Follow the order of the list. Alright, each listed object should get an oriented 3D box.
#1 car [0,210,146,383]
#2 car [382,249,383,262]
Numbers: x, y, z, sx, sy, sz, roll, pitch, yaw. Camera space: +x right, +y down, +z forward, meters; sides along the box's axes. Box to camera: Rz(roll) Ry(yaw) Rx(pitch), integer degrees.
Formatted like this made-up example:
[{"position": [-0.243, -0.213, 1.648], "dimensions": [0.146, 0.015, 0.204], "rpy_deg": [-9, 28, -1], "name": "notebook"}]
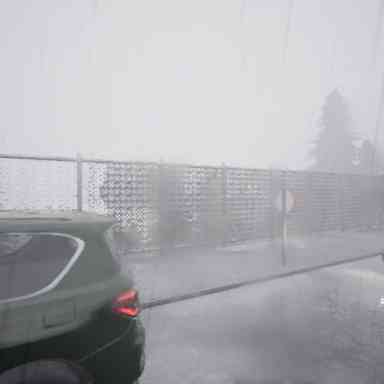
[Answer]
[{"position": [-3.057, 1.220, 2.428], "dimensions": [5.566, 2.045, 2.150], "rpy_deg": [0, 0, -35], "name": "car"}, {"position": [7.568, 1.516, 9.935], "dimensions": [4.674, 1.442, 1.812], "rpy_deg": [0, 0, -35], "name": "car"}]
